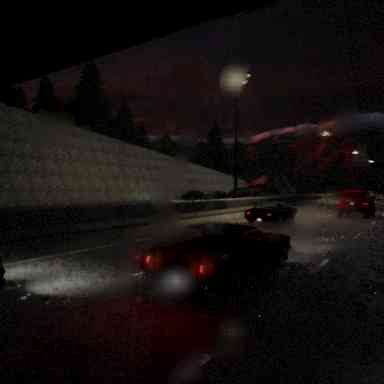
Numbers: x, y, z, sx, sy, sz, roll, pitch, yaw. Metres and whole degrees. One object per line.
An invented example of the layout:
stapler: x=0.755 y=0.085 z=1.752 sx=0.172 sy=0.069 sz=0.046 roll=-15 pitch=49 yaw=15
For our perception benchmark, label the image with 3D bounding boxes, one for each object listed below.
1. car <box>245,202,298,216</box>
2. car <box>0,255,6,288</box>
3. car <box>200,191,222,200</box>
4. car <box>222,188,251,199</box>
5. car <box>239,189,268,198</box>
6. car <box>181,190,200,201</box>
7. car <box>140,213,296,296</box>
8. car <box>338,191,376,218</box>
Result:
car: x=5.092 y=1.274 z=20.840 sx=1.895 sy=1.301 sz=4.718 roll=2 pitch=1 yaw=34
car: x=-5.462 y=1.330 z=5.121 sx=1.812 sy=1.442 sz=4.674 roll=2 pitch=1 yaw=34
car: x=3.841 y=0.575 z=50.600 sx=2.128 sy=1.511 sz=4.902 roll=2 pitch=1 yaw=34
car: x=7.132 y=0.386 z=49.198 sx=2.150 sy=2.045 sz=5.566 roll=2 pitch=1 yaw=34
car: x=8.822 y=0.754 z=45.486 sx=2.128 sy=1.511 sz=4.902 roll=2 pitch=1 yaw=34
car: x=0.243 y=0.513 z=51.538 sx=1.837 sy=1.490 sz=4.892 roll=2 pitch=1 yaw=34
car: x=0.941 y=1.446 z=8.385 sx=1.895 sy=1.301 sz=4.718 roll=2 pitch=1 yaw=34
car: x=13.290 y=0.914 z=26.752 sx=2.150 sy=2.045 sz=5.566 roll=2 pitch=1 yaw=34
